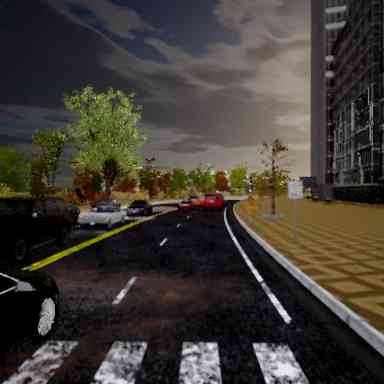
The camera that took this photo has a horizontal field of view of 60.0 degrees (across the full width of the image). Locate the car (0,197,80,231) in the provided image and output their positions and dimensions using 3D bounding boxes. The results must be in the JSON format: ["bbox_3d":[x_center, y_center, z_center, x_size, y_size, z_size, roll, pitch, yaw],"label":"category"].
[{"bbox_3d":[-6.319,1.211,12.171,2.150,2.045,5.566,0,0,2],"label":"car"}]

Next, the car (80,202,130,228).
[{"bbox_3d":[-5.823,1.588,22.077,1.895,1.301,4.718,0,0,4],"label":"car"}]

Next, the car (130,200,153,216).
[{"bbox_3d":[-5.008,1.511,32.376,1.812,1.442,4.674,0,0,5],"label":"car"}]

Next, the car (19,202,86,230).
[{"bbox_3d":[-9.071,1.475,22.171,2.128,1.511,4.902,0,0,4],"label":"car"}]

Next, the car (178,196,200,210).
[{"bbox_3d":[-0.567,1.552,42.417,1.994,1.385,4.181,0,0,7],"label":"car"}]

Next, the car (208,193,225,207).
[{"bbox_3d":[3.896,1.214,52.005,2.150,2.045,5.566,0,0,9],"label":"car"}]

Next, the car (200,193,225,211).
[{"bbox_3d":[2.635,1.214,41.567,2.150,2.045,5.566,0,0,7],"label":"car"}]

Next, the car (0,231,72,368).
[{"bbox_3d":[-3.100,1.501,3.550,1.837,1.490,4.892,0,0,0],"label":"car"}]

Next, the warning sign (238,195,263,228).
[{"bbox_3d":[3.446,1.112,19.670,1.300,1.860,1.060,0,0,3],"label":"warning sign"}]

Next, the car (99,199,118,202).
[{"bbox_3d":[-8.267,1.473,32.480,2.128,1.511,4.902,0,0,5],"label":"car"}]
